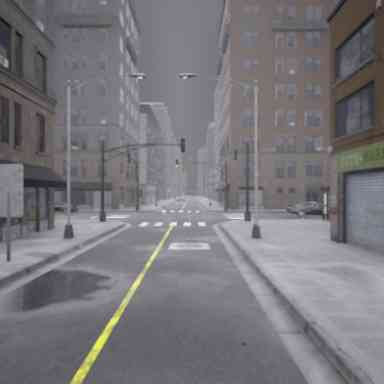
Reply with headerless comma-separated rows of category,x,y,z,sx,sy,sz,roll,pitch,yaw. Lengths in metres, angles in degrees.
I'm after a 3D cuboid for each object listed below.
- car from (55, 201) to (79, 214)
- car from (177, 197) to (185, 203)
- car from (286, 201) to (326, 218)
car,-14.749,1.683,36.681,4.313,1.339,1.947,0,0,0
car,-2.759,1.838,81.677,1.812,1.442,4.674,0,0,0
car,11.385,1.640,31.258,4.902,1.511,2.128,0,0,0
